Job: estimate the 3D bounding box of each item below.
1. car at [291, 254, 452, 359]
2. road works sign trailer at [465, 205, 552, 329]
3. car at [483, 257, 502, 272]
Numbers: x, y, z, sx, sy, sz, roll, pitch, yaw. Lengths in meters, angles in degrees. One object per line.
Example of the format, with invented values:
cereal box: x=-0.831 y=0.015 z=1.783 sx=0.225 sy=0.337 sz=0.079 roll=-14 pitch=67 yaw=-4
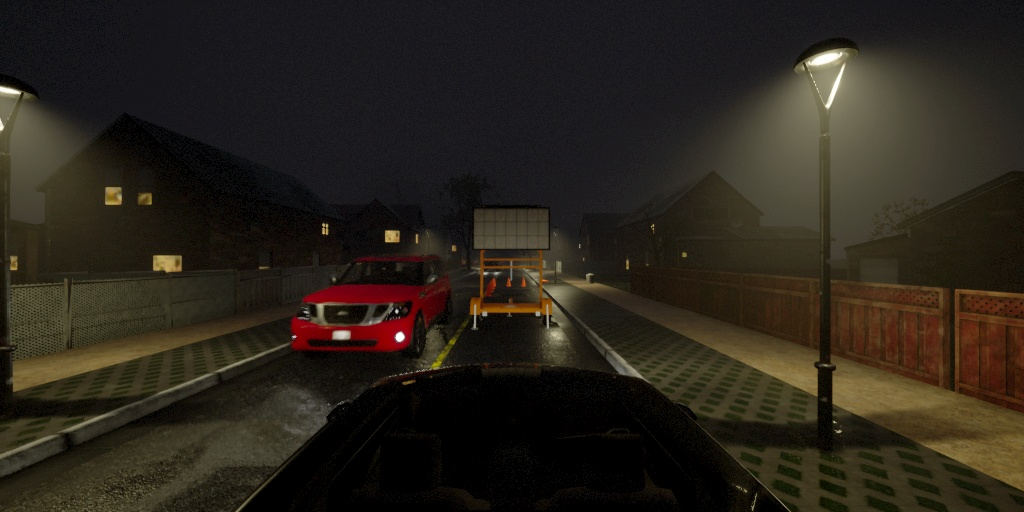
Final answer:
car: x=-2.865 y=0.976 z=8.780 sx=2.150 sy=2.045 sz=5.566 roll=0 pitch=0 yaw=0
road works sign trailer: x=-0.021 y=0.222 z=11.198 sx=2.380 sy=3.560 sz=2.880 roll=0 pitch=0 yaw=0
car: x=-2.962 y=1.158 z=50.345 sx=2.150 sy=2.045 sz=5.566 roll=0 pitch=0 yaw=0
